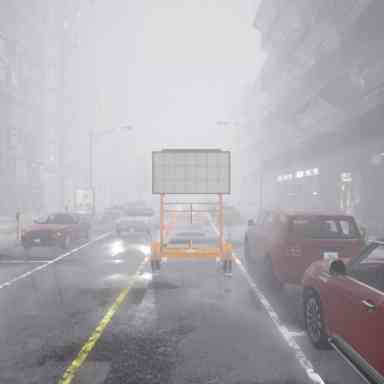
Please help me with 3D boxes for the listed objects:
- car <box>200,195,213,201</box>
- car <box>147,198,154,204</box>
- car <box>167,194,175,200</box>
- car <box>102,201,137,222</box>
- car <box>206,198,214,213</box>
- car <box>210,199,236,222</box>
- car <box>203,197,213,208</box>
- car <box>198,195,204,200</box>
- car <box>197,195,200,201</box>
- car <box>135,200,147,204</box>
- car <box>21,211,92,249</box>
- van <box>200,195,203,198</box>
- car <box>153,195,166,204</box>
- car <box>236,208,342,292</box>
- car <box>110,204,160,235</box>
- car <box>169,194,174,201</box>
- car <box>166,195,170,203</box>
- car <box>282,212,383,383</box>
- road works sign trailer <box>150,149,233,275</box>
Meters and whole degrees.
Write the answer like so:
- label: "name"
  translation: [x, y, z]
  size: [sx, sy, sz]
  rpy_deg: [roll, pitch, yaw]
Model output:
- label: "car"
  translation: [2.600, 1.557, 48.429]
  size: [1.947, 1.339, 4.313]
  rpy_deg: [1, 0, 0]
- label: "car"
  translation: [-5.757, 1.564, 37.132]
  size: [1.947, 1.339, 4.313]
  rpy_deg: [1, 0, 0]
- label: "car"
  translation: [-5.872, 1.389, 93.701]
  size: [1.967, 1.590, 4.097]
  rpy_deg: [1, 0, 0]
- label: "car"
  translation: [-5.734, 1.584, 25.818]
  size: [1.802, 1.307, 4.206]
  rpy_deg: [1, 0, 0]
- label: "car"
  translation: [2.635, 1.567, 31.459]
  size: [1.947, 1.339, 4.313]
  rpy_deg: [1, 0, 0]
- label: "car"
  translation: [2.647, 1.528, 25.972]
  size: [1.752, 1.417, 4.829]
  rpy_deg: [1, 0, 0]
- label: "car"
  translation: [2.623, 1.549, 37.116]
  size: [2.008, 1.369, 4.403]
  rpy_deg: [1, 0, 0]
- label: "car"
  translation: [2.506, 1.531, 93.683]
  size: [1.802, 1.307, 4.206]
  rpy_deg: [1, 0, 0]
- label: "car"
  translation: [2.541, 1.551, 76.712]
  size: [1.802, 1.307, 4.206]
  rpy_deg: [1, 0, 0]
- label: "car"
  translation: [-5.746, 1.545, 31.475]
  size: [1.887, 1.381, 4.507]
  rpy_deg: [1, 0, 0]
- label: "car"
  translation: [-5.710, 1.548, 14.505]
  size: [1.887, 1.381, 4.507]
  rpy_deg: [1, 0, 0]
- label: "van"
  translation: [2.591, 1.329, 54.086]
  size: [1.690, 1.788, 3.998]
  rpy_deg: [1, 0, 0]
- label: "car"
  translation: [-5.791, 1.428, 54.104]
  size: [1.967, 1.590, 4.097]
  rpy_deg: [1, 0, 0]
- label: "car"
  translation: [2.685, 1.317, 8.833]
  size: [2.192, 1.841, 5.009]
  rpy_deg: [1, 0, 0]
- label: "car"
  translation: [-3.039, 1.604, 18.972]
  size: [1.895, 1.301, 4.718]
  rpy_deg: [0, 0, 0]
- label: "car"
  translation: [-5.837, 1.409, 76.730]
  size: [1.967, 1.590, 4.097]
  rpy_deg: [1, 0, 0]
- label: "car"
  translation: [-5.816, 1.562, 65.417]
  size: [1.802, 1.307, 4.206]
  rpy_deg: [1, 0, 0]
- label: "car"
  translation: [2.696, 1.316, 3.175]
  size: [2.192, 1.841, 5.009]
  rpy_deg: [1, 0, 0]
- label: "road works sign trailer"
  translation: [-0.021, 0.467, 10.391]
  size: [2.380, 3.560, 2.880]
  rpy_deg: [0, 0, 0]
